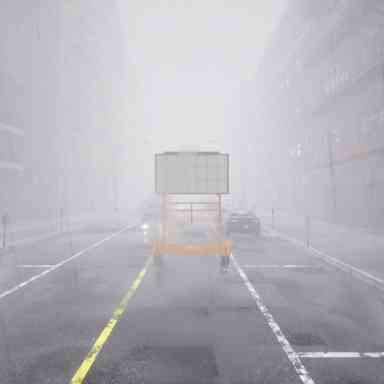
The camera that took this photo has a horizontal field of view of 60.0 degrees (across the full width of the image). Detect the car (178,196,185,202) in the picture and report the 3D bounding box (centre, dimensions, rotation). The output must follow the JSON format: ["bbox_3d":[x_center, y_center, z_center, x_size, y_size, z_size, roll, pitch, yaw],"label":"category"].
[{"bbox_3d":[-2.710,1.770,86.380,1.812,1.442,4.674,0,0,0],"label":"car"}]

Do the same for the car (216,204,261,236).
[{"bbox_3d":[2.593,1.565,18.289,1.887,1.381,4.507,1,0,0],"label":"car"}]

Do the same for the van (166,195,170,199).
[{"bbox_3d":[-5.264,1.459,57.069,1.690,1.788,3.998,2,0,0],"label":"van"}]

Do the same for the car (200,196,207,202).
[{"bbox_3d":[2.605,1.634,45.943,2.008,1.369,4.403,1,0,0],"label":"car"}]

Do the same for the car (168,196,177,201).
[{"bbox_3d":[-5.255,1.830,90.253,1.947,1.339,4.313,1,0,0],"label":"car"}]

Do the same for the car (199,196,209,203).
[{"bbox_3d":[2.628,1.625,73.597,1.967,1.590,4.097,1,0,0],"label":"car"}]

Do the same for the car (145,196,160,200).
[{"bbox_3d":[-5.277,1.594,40.308,1.752,1.417,4.829,2,0,0],"label":"car"}]

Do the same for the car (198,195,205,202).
[{"bbox_3d":[2.613,1.684,62.535,1.887,1.381,4.507,1,0,0],"label":"car"}]

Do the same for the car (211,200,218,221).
[{"bbox_3d":[2.596,1.555,23.991,1.752,1.417,4.829,1,0,0],"label":"car"}]

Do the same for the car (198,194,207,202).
[{"bbox_3d":[2.594,1.551,84.659,2.192,1.841,5.009,1,0,0],"label":"car"}]

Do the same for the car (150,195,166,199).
[{"bbox_3d":[-5.269,1.399,46.010,2.192,1.841,5.009,2,0,0],"label":"car"}]

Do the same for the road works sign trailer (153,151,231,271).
[{"bbox_3d":[-0.005,0.474,10.978,2.380,3.560,2.880,0,0,0],"label":"road works sign trailer"}]

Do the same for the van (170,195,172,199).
[{"bbox_3d":[-5.263,1.480,62.601,1.690,1.788,3.998,1,0,0],"label":"van"}]

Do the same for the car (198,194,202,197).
[{"bbox_3d":[2.616,1.706,68.064,1.887,1.381,4.507,1,0,0],"label":"car"}]

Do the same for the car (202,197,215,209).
[{"bbox_3d":[2.603,1.613,40.411,1.887,1.381,4.507,1,0,0],"label":"car"}]

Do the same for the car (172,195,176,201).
[{"bbox_3d":[-5.257,1.501,73.661,2.192,1.841,5.009,1,0,0],"label":"car"}]

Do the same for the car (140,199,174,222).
[{"bbox_3d":[-2.837,1.582,26.697,2.033,1.411,5.357,0,0,0],"label":"car"}]
